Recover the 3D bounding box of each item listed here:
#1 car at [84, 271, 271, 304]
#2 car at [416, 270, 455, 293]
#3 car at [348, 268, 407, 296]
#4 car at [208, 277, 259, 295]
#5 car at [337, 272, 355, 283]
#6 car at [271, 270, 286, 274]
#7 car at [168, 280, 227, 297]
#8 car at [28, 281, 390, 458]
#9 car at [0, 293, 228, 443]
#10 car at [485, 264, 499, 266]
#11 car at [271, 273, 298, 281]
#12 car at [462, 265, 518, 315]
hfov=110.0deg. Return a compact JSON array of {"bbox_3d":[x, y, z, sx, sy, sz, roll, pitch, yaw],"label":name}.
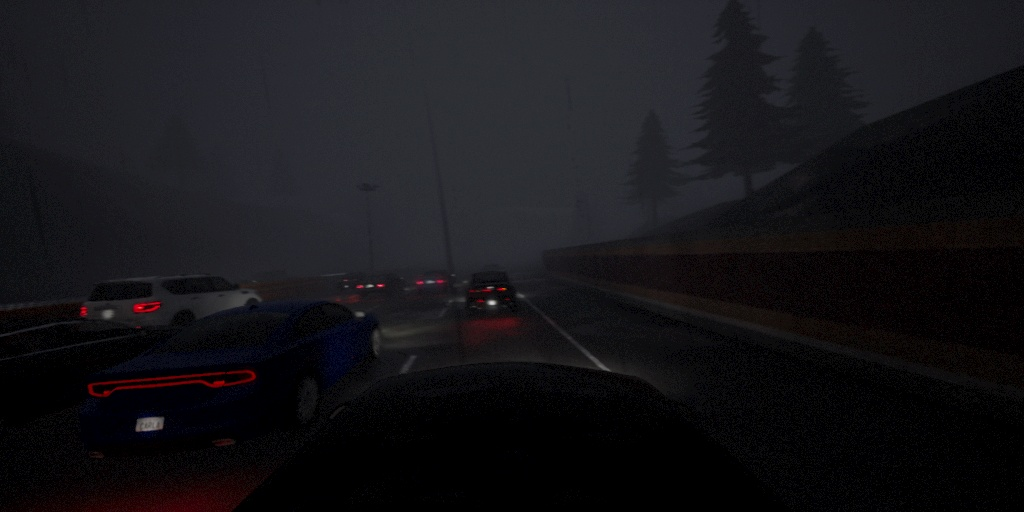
[{"bbox_3d":[-11.254,1.668,12.451,2.150,2.045,5.566,-3,0,-5],"label":"car"},{"bbox_3d":[-5.066,1.633,24.179,2.033,1.411,5.357,-3,0,-2],"label":"car"},{"bbox_3d":[-8.547,1.844,23.861,2.033,1.411,5.357,-3,0,-2],"label":"car"},{"bbox_3d":[-29.540,3.155,38.270,1.994,1.385,4.181,-4,0,3],"label":"car"},{"bbox_3d":[-12.133,2.012,28.599,2.128,1.511,4.902,-4,0,-1],"label":"car"},{"bbox_3d":[-26.115,2.603,37.875,2.150,2.045,5.566,-4,0,3],"label":"car"},{"bbox_3d":[-33.075,3.407,37.972,1.895,1.301,4.718,-3,0,3],"label":"car"},{"bbox_3d":[-3.659,1.454,5.873,1.882,1.535,5.008,-3,0,-5],"label":"car"},{"bbox_3d":[-7.119,1.679,5.335,2.128,1.511,4.902,-3,0,-5],"label":"car"},{"bbox_3d":[-1.668,1.412,30.536,1.812,1.442,4.674,-4,0,0],"label":"car"},{"bbox_3d":[-22.661,2.734,35.994,1.994,1.385,4.181,-3,0,2],"label":"car"},{"bbox_3d":[-0.886,1.324,14.392,1.837,1.490,4.892,-3,0,-5],"label":"car"}]
